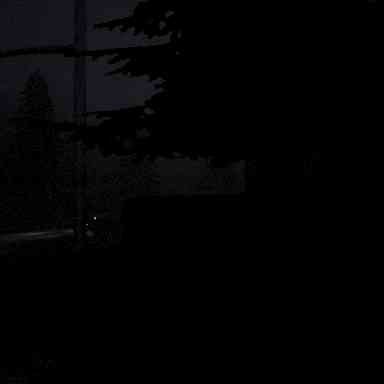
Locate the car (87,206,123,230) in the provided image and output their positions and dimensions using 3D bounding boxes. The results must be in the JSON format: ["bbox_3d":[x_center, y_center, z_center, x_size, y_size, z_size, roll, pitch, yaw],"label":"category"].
[{"bbox_3d":[-4.909,1.586,21.312,1.895,1.301,4.718,0,0,36],"label":"car"}]
